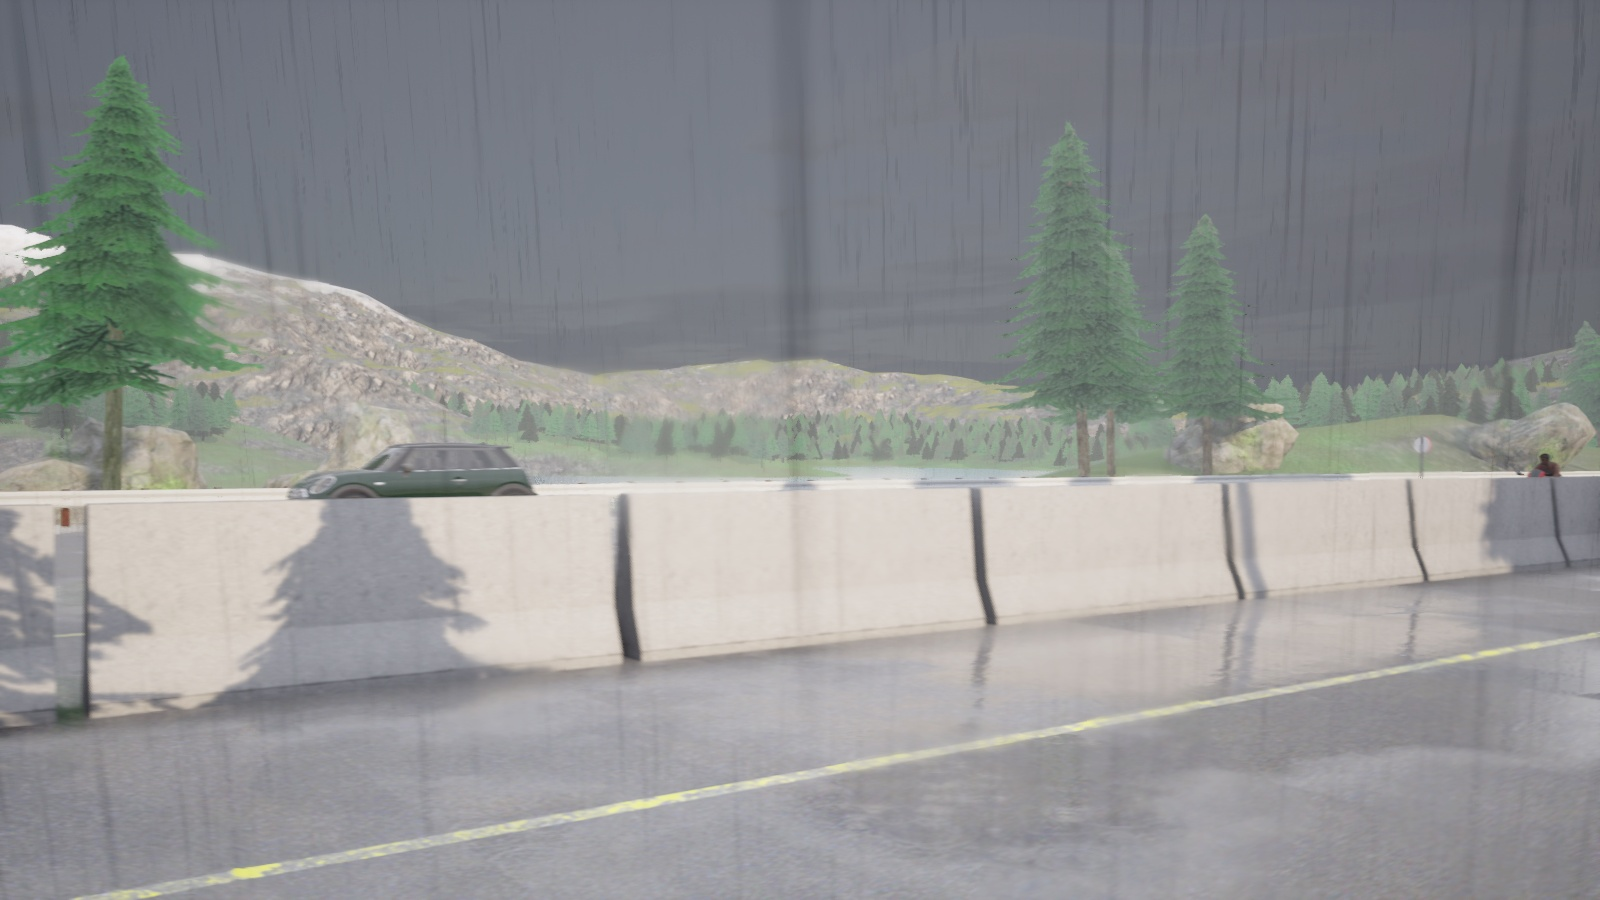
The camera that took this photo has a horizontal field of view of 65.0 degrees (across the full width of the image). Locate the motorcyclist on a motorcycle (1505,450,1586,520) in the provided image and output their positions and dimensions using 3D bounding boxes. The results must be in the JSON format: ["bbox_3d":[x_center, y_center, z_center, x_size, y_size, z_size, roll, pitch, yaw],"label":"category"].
[{"bbox_3d":[16.691,0.761,28.101,2.044,1.523,0.797,0,0,-35],"label":"motorcyclist on a motorcycle"}]

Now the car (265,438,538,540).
[{"bbox_3d":[-7.568,0.678,23.985,4.553,1.767,2.097,0,0,-35],"label":"car"}]
